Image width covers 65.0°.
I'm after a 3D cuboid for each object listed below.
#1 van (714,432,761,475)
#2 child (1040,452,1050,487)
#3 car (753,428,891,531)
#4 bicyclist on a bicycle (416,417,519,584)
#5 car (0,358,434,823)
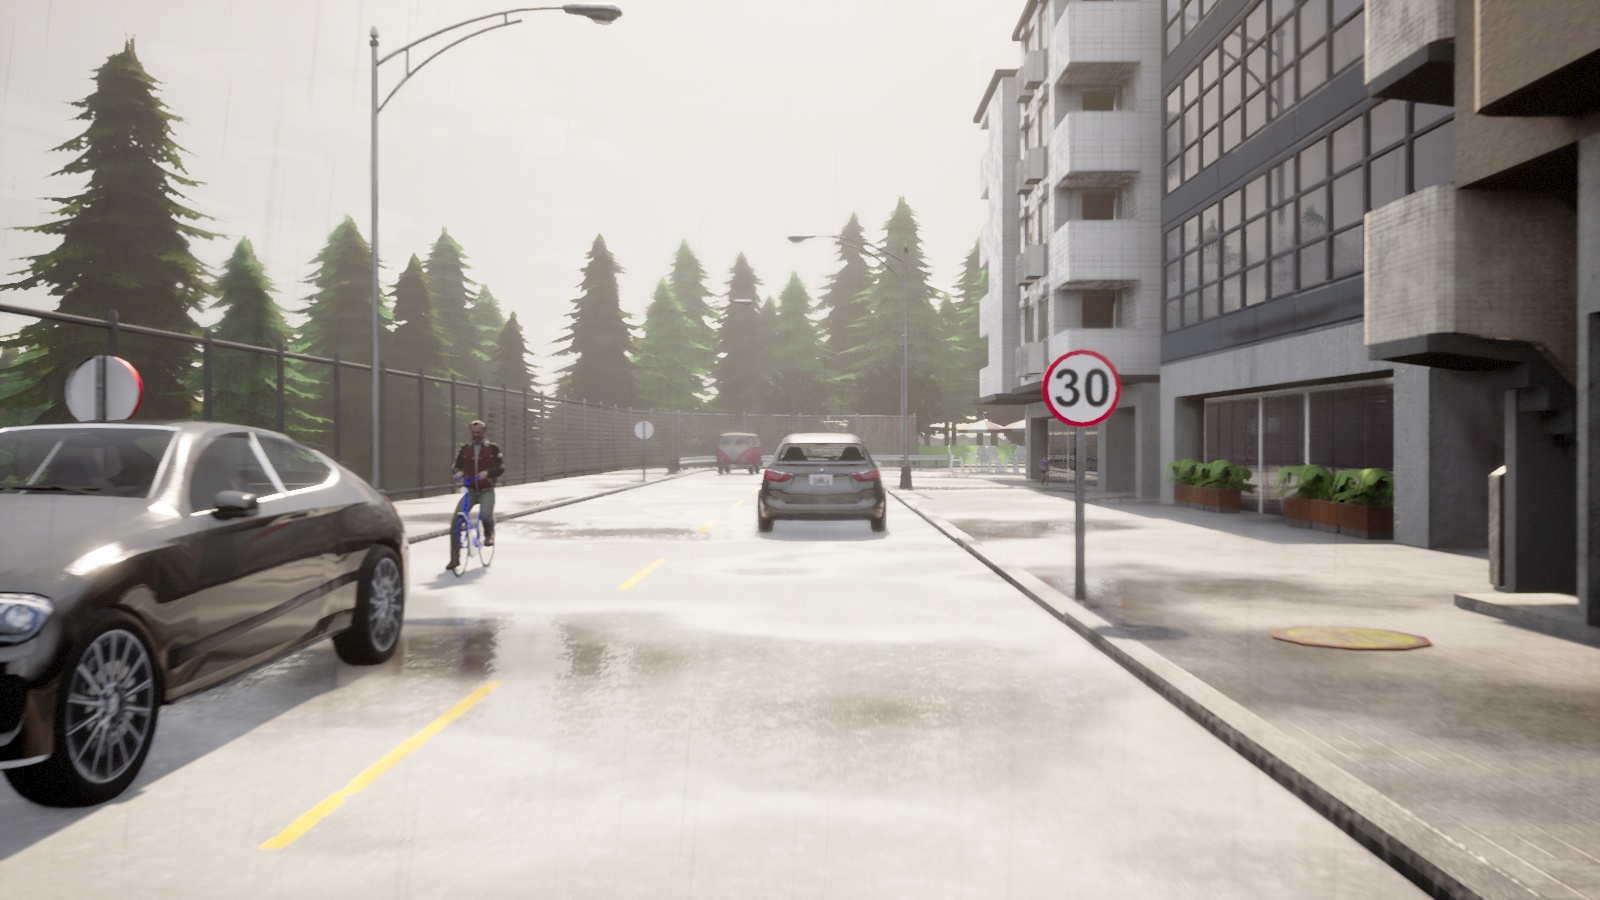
[{"bbox_3d":[-2.950,0.158,60.109,1.775,1.987,4.442,0,0,4],"label":"van"},{"bbox_3d":[7.940,0.630,40.687,0.255,1.110,0.394,0,0,1],"label":"child"},{"bbox_3d":[0.388,0.463,22.697,2.242,1.667,4.611,0,0,1],"label":"car"},{"bbox_3d":[-3.750,0.533,14.305,0.659,1.776,1.843,0,0,1],"label":"bicyclist on a bicycle"},{"bbox_3d":[-3.873,0.483,6.953,2.152,1.651,5.027,0,0,1],"label":"car"}]
